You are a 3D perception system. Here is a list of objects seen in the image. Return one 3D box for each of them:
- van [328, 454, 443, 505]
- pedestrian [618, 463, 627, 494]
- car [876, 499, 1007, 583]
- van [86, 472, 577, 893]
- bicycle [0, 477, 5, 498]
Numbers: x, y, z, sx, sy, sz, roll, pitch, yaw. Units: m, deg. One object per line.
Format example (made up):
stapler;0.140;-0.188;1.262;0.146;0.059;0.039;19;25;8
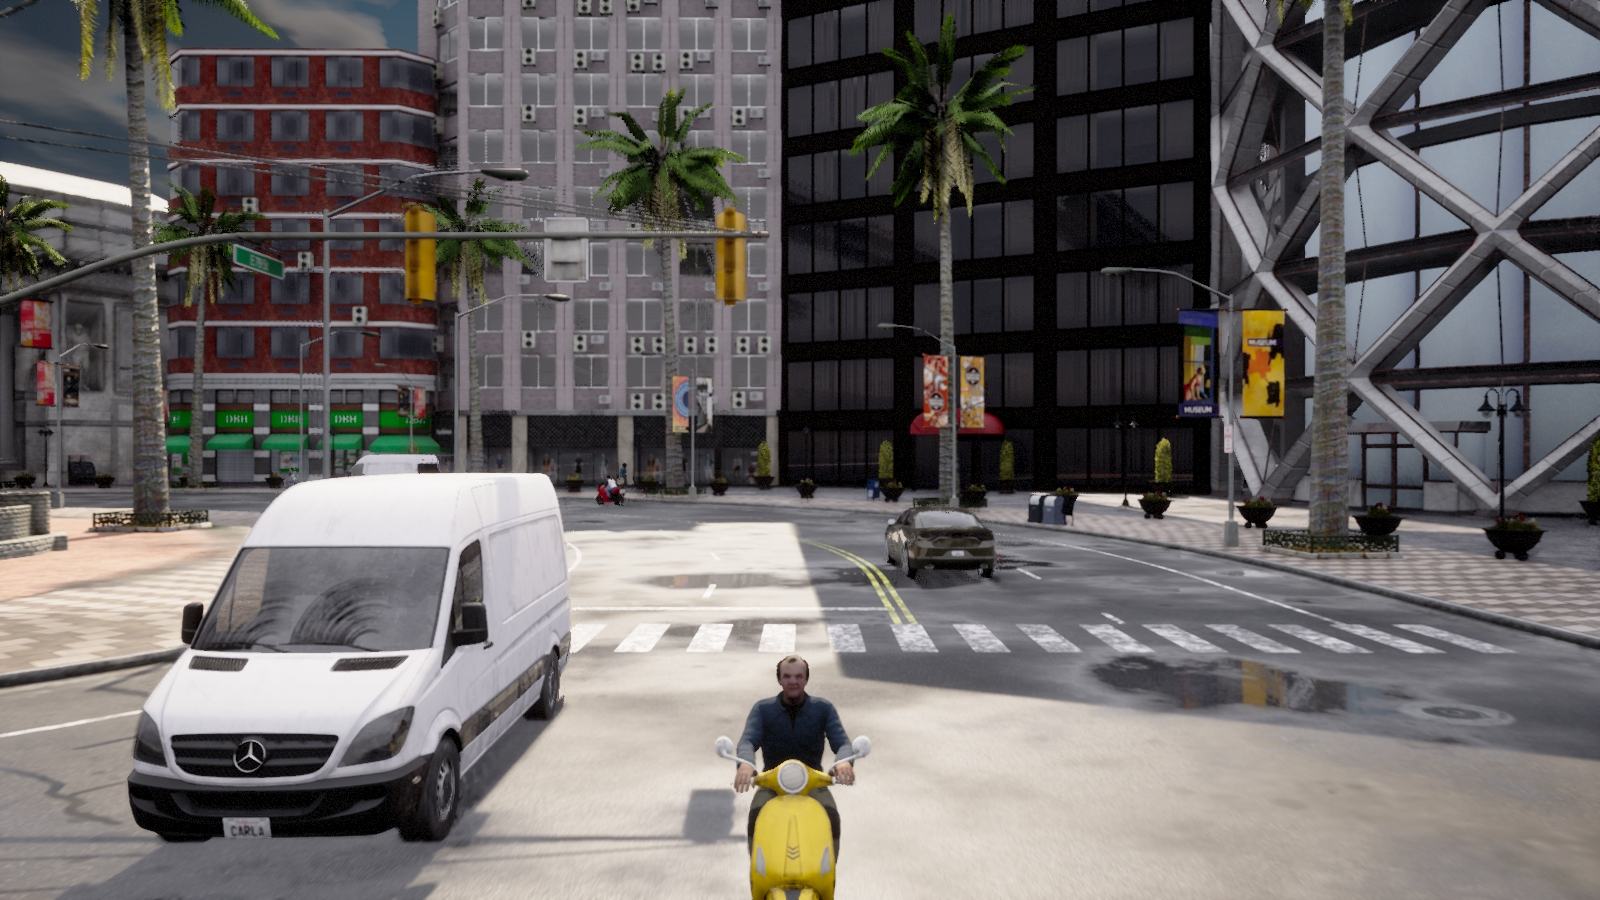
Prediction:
van;-21.683;1.512;59.777;5.915;2.561;1.988;0;0;24
pedestrian;-10.532;1.678;67.687;0.375;1.860;0.375;0;0;19
car;3.158;2.029;26.568;2.097;1.535;5.006;0;0;-4
van;-3.545;1.530;10.201;1.988;2.561;5.915;0;0;0
bicycle;-46.458;2.174;65.528;1.643;1.196;0.373;0;0;14
